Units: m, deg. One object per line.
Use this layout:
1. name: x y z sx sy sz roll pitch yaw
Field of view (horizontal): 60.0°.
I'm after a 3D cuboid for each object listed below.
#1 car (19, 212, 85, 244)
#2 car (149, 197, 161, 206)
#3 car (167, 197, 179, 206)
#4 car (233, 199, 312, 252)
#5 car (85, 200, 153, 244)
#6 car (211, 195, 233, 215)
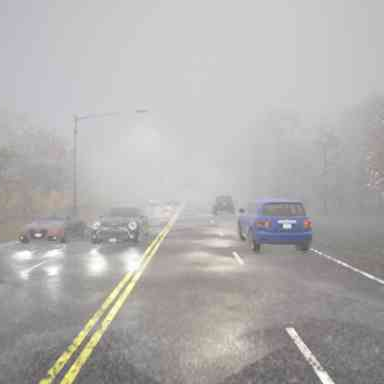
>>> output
1. car: -6.599 1.663 16.249 1.994 1.385 4.181 0 0 0
2. car: -6.541 1.695 58.501 1.812 1.442 4.674 0 0 1
3. car: -3.291 1.695 58.501 1.812 1.442 4.674 0 0 1
4. car: 3.365 1.309 14.460 2.150 2.045 5.566 0 0 0
5. car: -3.349 1.452 16.283 2.097 1.767 4.553 0 0 0
6. car: 3.344 1.386 36.698 2.150 2.045 5.566 0 0 0
